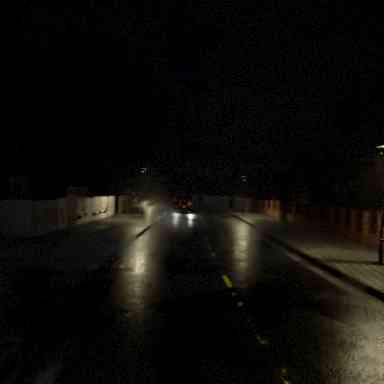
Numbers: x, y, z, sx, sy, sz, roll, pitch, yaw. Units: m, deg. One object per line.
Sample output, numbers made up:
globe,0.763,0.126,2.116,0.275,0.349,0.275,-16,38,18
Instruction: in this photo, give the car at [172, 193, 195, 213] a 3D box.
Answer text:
car,-0.989,1.150,36.884,2.150,2.045,5.566,2,0,-4
